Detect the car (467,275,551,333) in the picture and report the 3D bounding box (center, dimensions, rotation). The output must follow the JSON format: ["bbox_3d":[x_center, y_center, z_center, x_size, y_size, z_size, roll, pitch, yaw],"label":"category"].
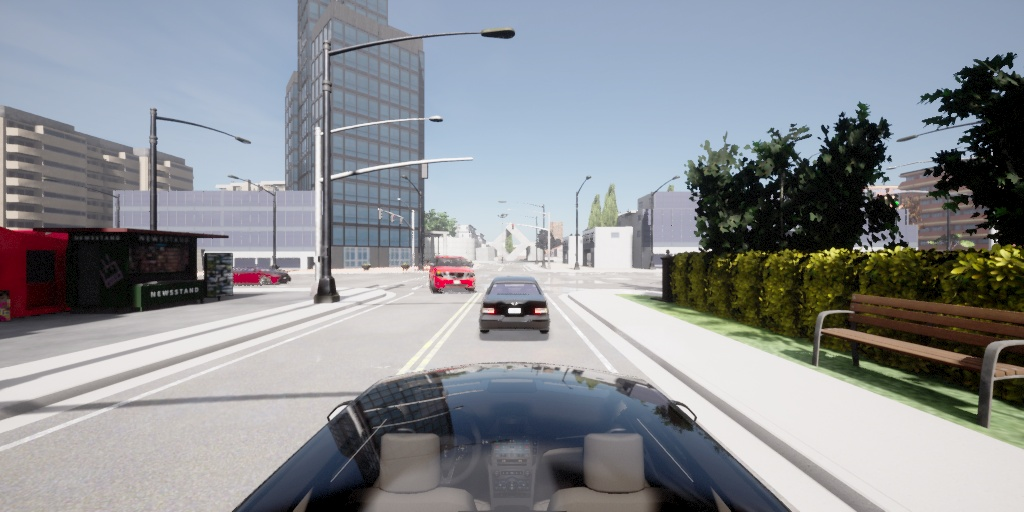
[{"bbox_3d":[0.069,1.297,10.718,2.033,1.411,5.357,0,0,0],"label":"car"}]

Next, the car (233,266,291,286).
[{"bbox_3d":[-18.546,1.440,26.112,4.181,1.385,1.994,-1,0,0],"label":"car"}]

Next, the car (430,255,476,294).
[{"bbox_3d":[-3.507,0.985,20.603,2.150,2.045,5.566,2,-1,-16],"label":"car"}]
